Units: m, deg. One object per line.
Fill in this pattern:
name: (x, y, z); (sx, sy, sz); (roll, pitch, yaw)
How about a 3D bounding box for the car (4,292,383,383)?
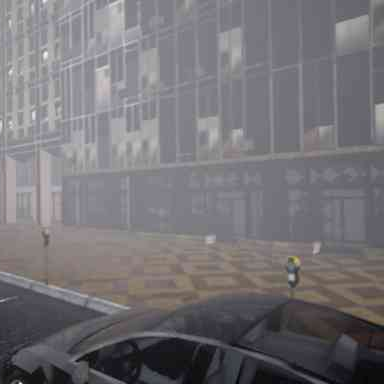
car: (0.206, 1.569, 2.742); (4.313, 1.339, 1.947); (0, -1, 36)
